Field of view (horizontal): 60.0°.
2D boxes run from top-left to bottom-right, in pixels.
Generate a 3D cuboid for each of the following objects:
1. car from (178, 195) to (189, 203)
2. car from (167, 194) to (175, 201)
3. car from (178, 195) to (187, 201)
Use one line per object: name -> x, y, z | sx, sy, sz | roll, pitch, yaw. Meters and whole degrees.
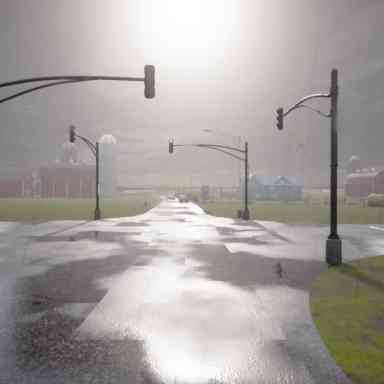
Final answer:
car -> -1.721, 1.624, 69.967 | 1.895, 1.301, 4.718 | 0, 0, -3
car -> -4.708, 1.182, 73.967 | 1.812, 1.442, 4.674 | 0, 0, -3
car -> -2.332, 1.464, 79.951 | 1.837, 1.490, 4.892 | 0, 0, -4
